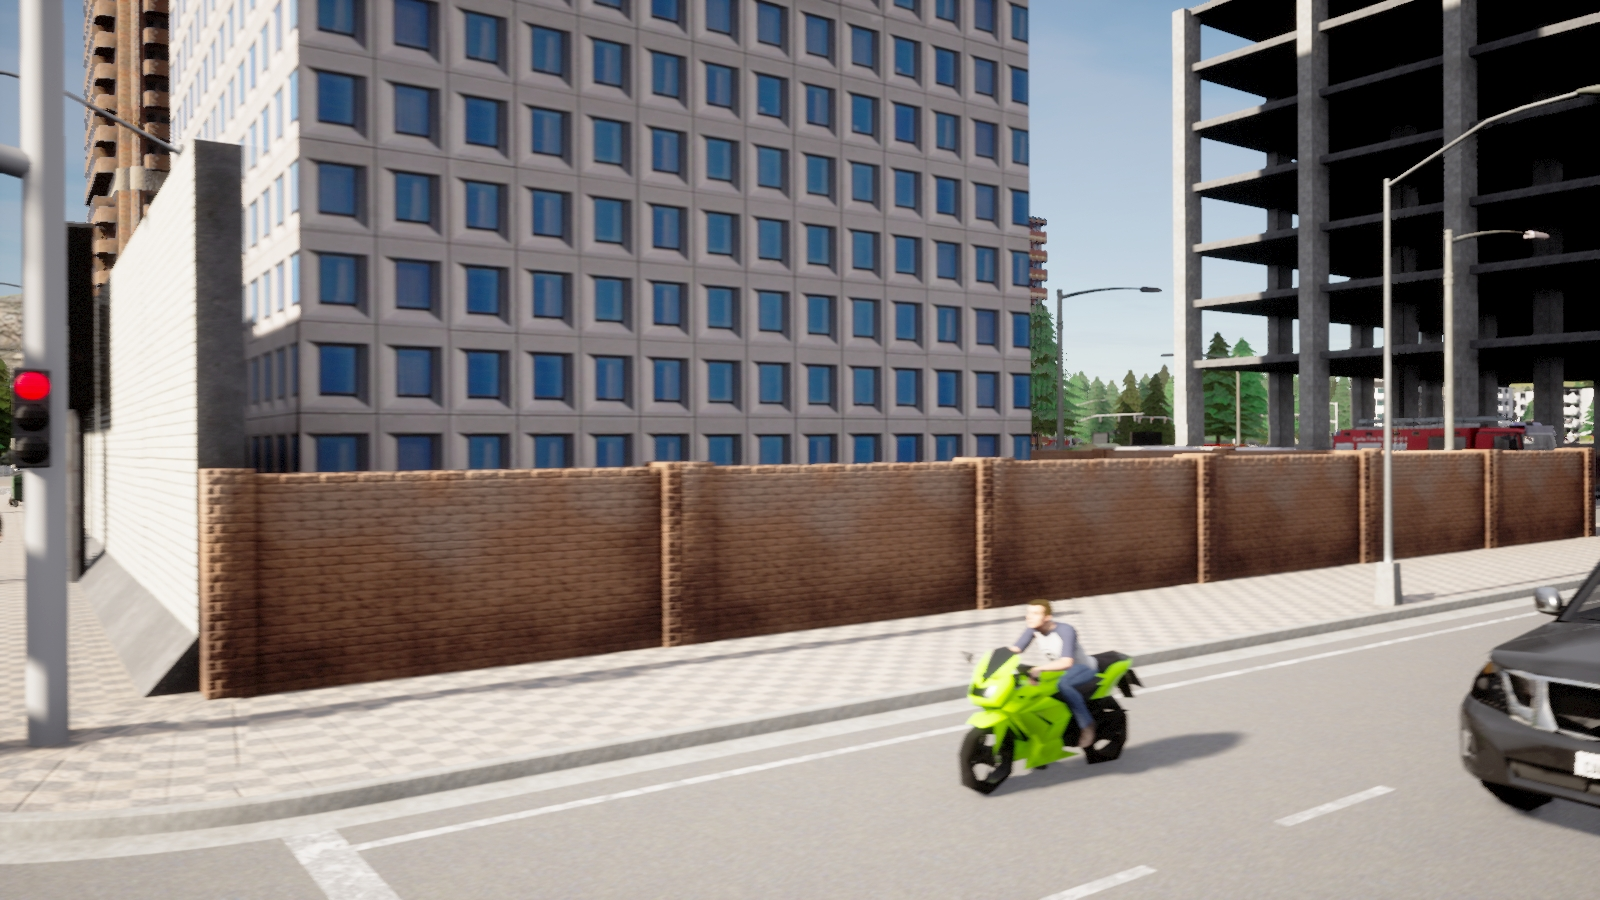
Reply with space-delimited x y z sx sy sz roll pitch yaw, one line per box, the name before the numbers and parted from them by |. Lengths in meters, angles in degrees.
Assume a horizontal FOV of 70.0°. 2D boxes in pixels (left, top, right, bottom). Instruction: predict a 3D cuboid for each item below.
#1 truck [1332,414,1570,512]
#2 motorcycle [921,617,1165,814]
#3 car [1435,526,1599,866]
truck | 27.684 0.506 49.090 2.891 3.827 8.468 -1 0 -35
motorcycle | 2.047 2.124 9.493 2.033 1.199 0.803 0 0 -35
car | 7.543 1.685 9.068 5.566 2.045 2.150 -1 0 -35
